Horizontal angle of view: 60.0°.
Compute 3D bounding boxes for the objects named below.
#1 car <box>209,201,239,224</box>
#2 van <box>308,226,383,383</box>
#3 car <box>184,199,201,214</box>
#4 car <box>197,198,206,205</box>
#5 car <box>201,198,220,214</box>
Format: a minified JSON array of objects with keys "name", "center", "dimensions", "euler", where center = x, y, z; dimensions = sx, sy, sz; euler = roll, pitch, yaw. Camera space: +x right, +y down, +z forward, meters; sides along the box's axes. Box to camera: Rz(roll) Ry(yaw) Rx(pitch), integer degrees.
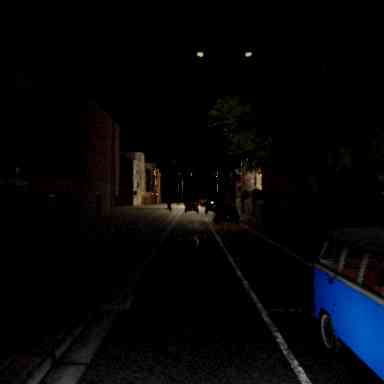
[{"name":"car","center":[2.740,1.798,27.597],"dimensions":[1.882,1.535,5.008],"euler":[0,-1,0]},{"name":"van","center":[2.648,1.383,3.620],"dimensions":[1.690,1.788,3.998],"euler":[1,-1,0]},{"name":"car","center":[-0.068,2.052,43.910],"dimensions":[1.812,1.442,4.674],"euler":[0,-1,-2]},{"name":"car","center":[2.615,2.498,89.939],"dimensions":[2.192,1.841,5.009],"euler":[1,-1,0]},{"name":"car","center":[2.634,1.813,41.763],"dimensions":[2.192,1.841,5.009],"euler":[1,-1,0]}]
